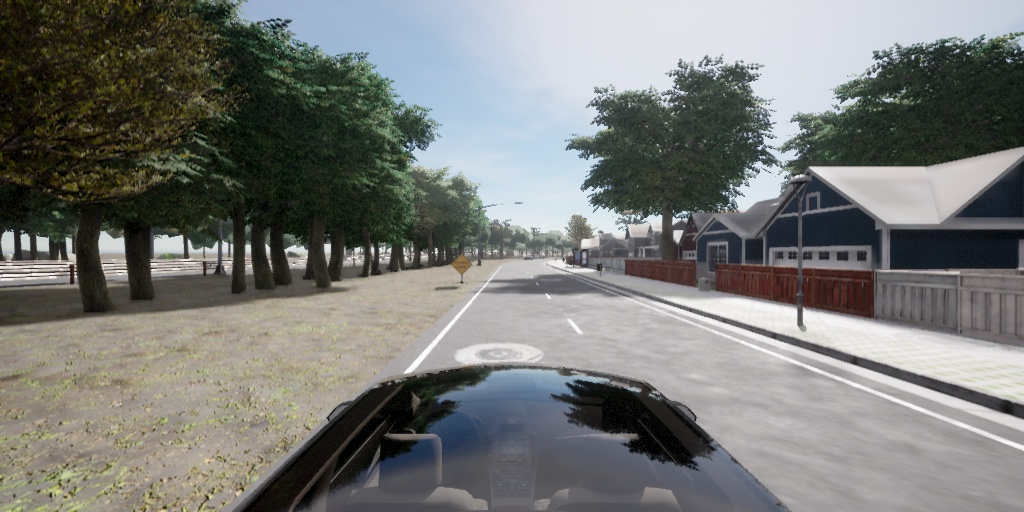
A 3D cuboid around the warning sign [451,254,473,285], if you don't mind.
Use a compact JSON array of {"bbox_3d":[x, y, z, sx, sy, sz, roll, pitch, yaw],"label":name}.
[{"bbox_3d":[-3.050,0.799,21.872,1.300,1.860,1.060,0,0,0],"label":"warning sign"}]
